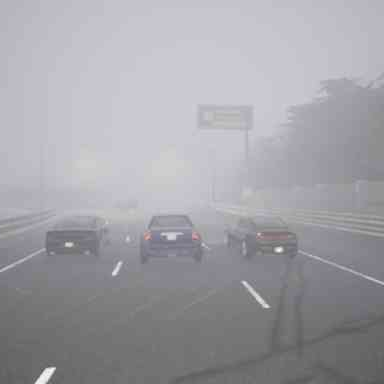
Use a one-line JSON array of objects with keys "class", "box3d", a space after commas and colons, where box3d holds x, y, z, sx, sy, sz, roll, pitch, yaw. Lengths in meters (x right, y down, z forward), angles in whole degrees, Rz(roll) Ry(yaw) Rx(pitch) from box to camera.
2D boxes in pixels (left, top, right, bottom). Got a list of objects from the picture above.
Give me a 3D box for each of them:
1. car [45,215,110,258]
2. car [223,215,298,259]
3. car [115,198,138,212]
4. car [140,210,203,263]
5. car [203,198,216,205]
[{"class": "car", "box3d": [-4.590, 1.689, 13.925, 1.882, 1.535, 5.008, 0, 0, -8]}, {"class": "car", "box3d": [2.558, 1.676, 13.361, 1.837, 1.490, 4.892, 0, 0, -7]}, {"class": "car", "box3d": [-10.416, 1.924, 52.575, 2.150, 2.045, 5.566, 0, -1, -31]}, {"class": "car", "box3d": [-0.927, 1.532, 12.933, 2.097, 1.767, 4.553, 0, -1, -7]}, {"class": "car", "box3d": [4.541, 2.823, 95.014, 2.150, 2.045, 5.566, 0, -2, 12]}]
